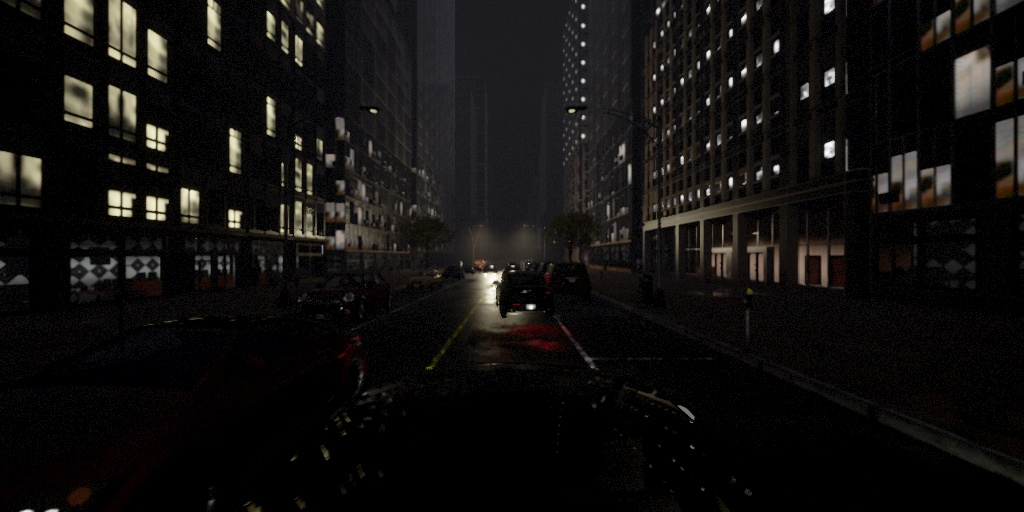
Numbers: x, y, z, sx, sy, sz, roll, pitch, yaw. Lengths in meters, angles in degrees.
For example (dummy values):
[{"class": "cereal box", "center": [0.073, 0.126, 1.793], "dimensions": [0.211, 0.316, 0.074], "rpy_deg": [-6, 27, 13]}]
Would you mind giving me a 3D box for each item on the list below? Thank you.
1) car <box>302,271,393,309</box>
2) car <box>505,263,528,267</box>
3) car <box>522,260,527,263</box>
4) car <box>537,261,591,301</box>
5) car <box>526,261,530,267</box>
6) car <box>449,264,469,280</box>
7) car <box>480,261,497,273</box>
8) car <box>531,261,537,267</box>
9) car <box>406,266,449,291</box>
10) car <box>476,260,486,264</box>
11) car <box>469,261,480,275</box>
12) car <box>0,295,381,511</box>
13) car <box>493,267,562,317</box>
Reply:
[{"class": "car", "center": [-5.695, 1.291, 12.619], "dimensions": [1.967, 1.591, 4.097], "rpy_deg": [0, 0, 0]}, {"class": "car", "center": [0.083, 1.570, 31.107], "dimensions": [2.033, 1.411, 5.357], "rpy_deg": [0, 0, 0]}, {"class": "car", "center": [2.675, 1.604, 46.722], "dimensions": [1.967, 1.591, 4.097], "rpy_deg": [0, 0, 0]}, {"class": "car", "center": [2.684, 1.218, 18.305], "dimensions": [2.192, 1.841, 5.009], "rpy_deg": [0, 0, 0]}, {"class": "car", "center": [2.679, 1.501, 35.355], "dimensions": [1.967, 1.591, 4.097], "rpy_deg": [0, 0, 0]}, {"class": "car", "center": [-5.702, 1.627, 35.353], "dimensions": [1.948, 1.339, 4.313], "rpy_deg": [0, 0, 0]}, {"class": "car", "center": [-3.019, 1.772, 51.329], "dimensions": [1.994, 1.385, 4.181], "rpy_deg": [0, -1, 0]}, {"class": "car", "center": [2.682, 1.271, 23.989], "dimensions": [2.192, 1.841, 5.009], "rpy_deg": [0, 0, 0]}, {"class": "car", "center": [-5.698, 1.482, 23.816], "dimensions": [1.751, 1.417, 4.829], "rpy_deg": [0, 0, 0]}, {"class": "car", "center": [-5.709, 1.708, 58.086], "dimensions": [1.967, 1.591, 4.097], "rpy_deg": [0, 0, 0]}, {"class": "car", "center": [-5.706, 1.715, 46.720], "dimensions": [2.007, 1.370, 4.403], "rpy_deg": [0, 0, 0]}, {"class": "car", "center": [-3.100, 1.331, 3.563], "dimensions": [1.994, 1.385, 4.181], "rpy_deg": [0, -1, 0]}, {"class": "car", "center": [0.384, 1.367, 13.764], "dimensions": [1.837, 1.490, 4.892], "rpy_deg": [0, 0, -5]}]
